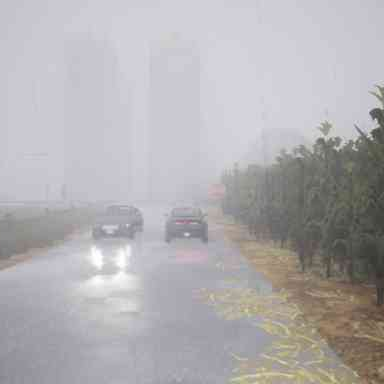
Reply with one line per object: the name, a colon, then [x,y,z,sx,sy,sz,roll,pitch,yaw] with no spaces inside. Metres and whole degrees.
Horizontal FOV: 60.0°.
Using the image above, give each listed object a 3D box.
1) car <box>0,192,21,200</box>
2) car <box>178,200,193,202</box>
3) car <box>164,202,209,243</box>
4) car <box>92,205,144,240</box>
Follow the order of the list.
car: [-38.627,0.930,68.306,4.611,1.667,2.242,0,1,-2]
car: [-0.494,1.378,25.911,1.812,1.442,4.674,0,1,-1]
car: [-0.262,1.444,15.817,1.837,1.490,4.892,0,0,-1]
car: [-3.541,1.423,16.603,2.128,1.511,4.902,0,0,-1]
